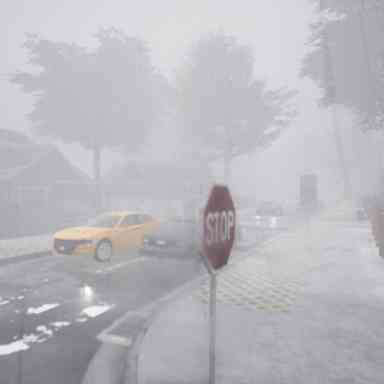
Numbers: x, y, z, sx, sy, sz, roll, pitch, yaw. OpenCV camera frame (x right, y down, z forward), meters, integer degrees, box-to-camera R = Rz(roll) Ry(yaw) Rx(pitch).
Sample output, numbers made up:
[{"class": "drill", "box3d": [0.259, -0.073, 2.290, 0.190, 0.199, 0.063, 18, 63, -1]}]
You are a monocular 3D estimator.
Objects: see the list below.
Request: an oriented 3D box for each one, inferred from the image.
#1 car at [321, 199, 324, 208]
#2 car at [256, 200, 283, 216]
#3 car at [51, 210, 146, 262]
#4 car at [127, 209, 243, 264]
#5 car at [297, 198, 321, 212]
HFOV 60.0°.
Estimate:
[{"class": "car", "box3d": [18.028, 1.537, 48.231, 1.882, 1.535, 5.008, 0, 0, 26]}, {"class": "car", "box3d": [8.040, 1.591, 34.305, 1.812, 1.442, 4.674, 0, 0, 27]}, {"class": "car", "box3d": [-2.813, 1.464, 12.393, 1.882, 1.535, 5.008, 0, 0, 28]}, {"class": "car", "box3d": [0.222, 1.537, 11.972, 2.033, 1.411, 5.357, 0, 0, 26]}, {"class": "car", "box3d": [13.696, 1.677, 39.298, 1.895, 1.301, 4.718, 0, 0, 27]}]
